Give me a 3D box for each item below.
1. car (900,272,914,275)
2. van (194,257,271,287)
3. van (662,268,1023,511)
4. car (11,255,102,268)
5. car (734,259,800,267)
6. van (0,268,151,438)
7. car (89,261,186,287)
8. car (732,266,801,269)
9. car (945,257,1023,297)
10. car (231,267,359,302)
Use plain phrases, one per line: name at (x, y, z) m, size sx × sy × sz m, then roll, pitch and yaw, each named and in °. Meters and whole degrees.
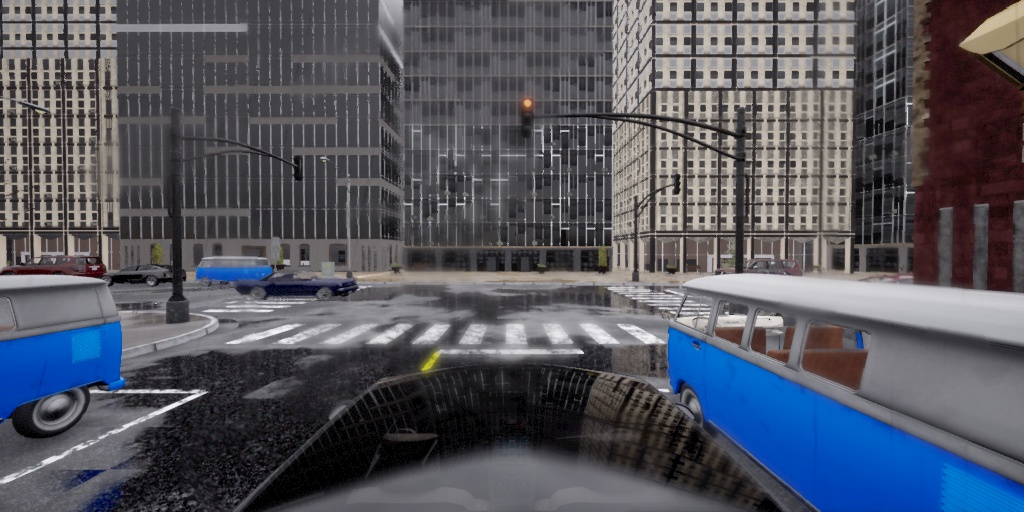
car at (15.129, 1.437, 13.810) m, size 4.507 × 1.381 × 1.888 m, roll 0°, pitch 0°, yaw 0°
van at (-17.246, 0.951, 22.238) m, size 3.998 × 1.789 × 1.690 m, roll 0°, pitch 0°, yaw 0°
van at (2.686, 1.090, 2.795) m, size 1.690 × 1.789 × 3.998 m, roll 0°, pitch 0°, yaw 0°
car at (-28.292, 0.875, 22.254) m, size 5.009 × 1.841 × 2.192 m, roll 0°, pitch 0°, yaw 0°
car at (15.143, 1.089, 22.190) m, size 5.009 × 1.841 × 2.192 m, roll 0°, pitch 0°, yaw 0°
van at (-5.695, 1.090, 2.786) m, size 1.690 × 1.789 × 3.998 m, roll 0°, pitch 0°, yaw 0°
car at (-22.769, 1.151, 22.246) m, size 4.313 × 1.339 × 1.948 m, roll 0°, pitch 0°, yaw 0°
car at (13.636, 1.404, 19.586) m, size 4.718 × 1.301 × 1.895 m, roll 0°, pitch 1°, yaw 0°
car at (27.746, 1.102, 19.564) m, size 5.566 × 2.045 × 2.150 m, roll 1°, pitch 1°, yaw 0°
car at (-9.651, 1.329, 16.427) m, size 4.718 × 1.301 × 1.895 m, roll 0°, pitch 1°, yaw 0°
